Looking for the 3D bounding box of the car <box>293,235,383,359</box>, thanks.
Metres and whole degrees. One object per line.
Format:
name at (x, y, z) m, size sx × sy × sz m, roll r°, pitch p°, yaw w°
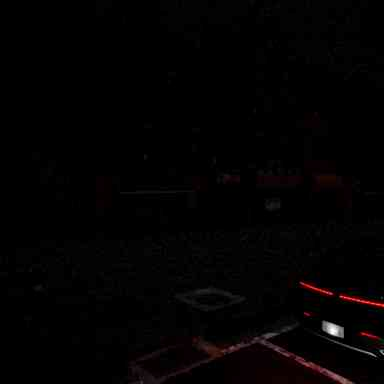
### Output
car at (3.764, 1.504, 5.657) m, size 4.892 × 1.490 × 1.837 m, roll 0°, pitch 0°, yaw -36°
